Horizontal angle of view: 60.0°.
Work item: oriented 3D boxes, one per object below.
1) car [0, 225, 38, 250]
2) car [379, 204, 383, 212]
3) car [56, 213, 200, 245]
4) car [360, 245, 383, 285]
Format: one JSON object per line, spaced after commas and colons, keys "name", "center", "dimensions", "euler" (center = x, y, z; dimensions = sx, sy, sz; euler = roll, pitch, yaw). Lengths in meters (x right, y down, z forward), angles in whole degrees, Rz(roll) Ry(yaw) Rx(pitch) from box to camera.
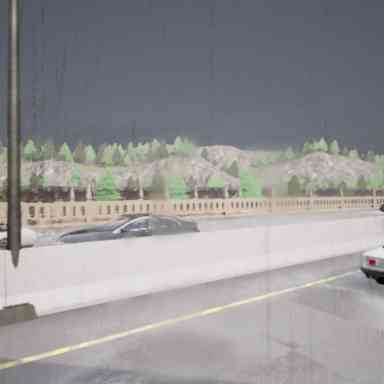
{"name": "car", "center": [-7.932, 1.601, 11.233], "dimensions": [4.718, 1.301, 1.895], "euler": [0, 0, -35]}
{"name": "car", "center": [22.272, 1.505, 36.034], "dimensions": [4.181, 1.385, 1.994], "euler": [0, 0, -29]}
{"name": "car", "center": [-1.960, 1.485, 11.190], "dimensions": [4.902, 1.511, 2.128], "euler": [0, 0, -35]}
{"name": "car", "center": [6.200, 1.586, 8.175], "dimensions": [4.718, 1.301, 1.895], "euler": [0, 0, -36]}
